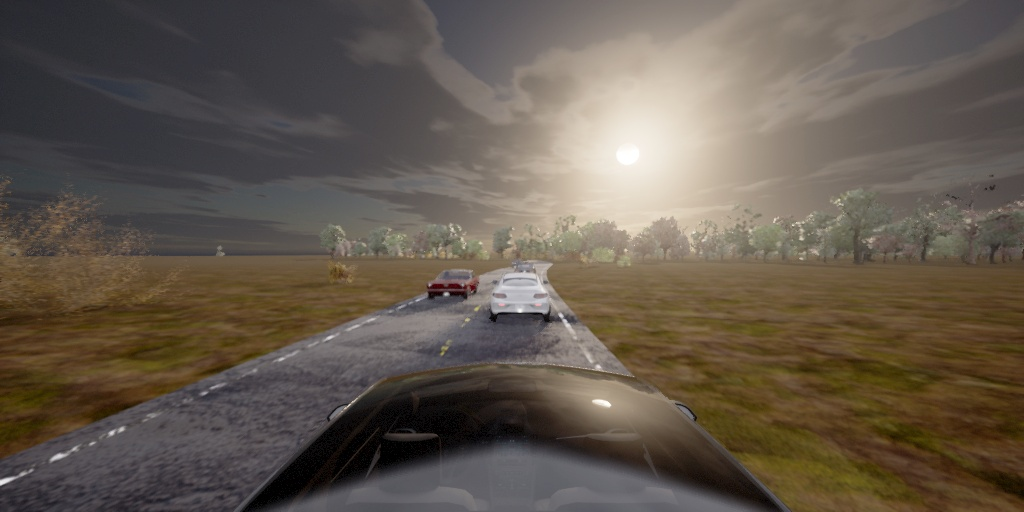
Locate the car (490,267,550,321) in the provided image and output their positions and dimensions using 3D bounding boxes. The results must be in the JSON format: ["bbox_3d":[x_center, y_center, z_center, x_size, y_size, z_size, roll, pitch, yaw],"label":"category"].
[{"bbox_3d":[0.287,1.269,12.327,1.812,1.442,4.674,0,0,2],"label":"car"}]

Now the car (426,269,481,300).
[{"bbox_3d":[-2.750,1.338,17.592,1.895,1.301,4.718,0,0,2],"label":"car"}]

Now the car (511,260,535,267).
[{"bbox_3d":[1.159,1.279,30.661,2.033,1.411,5.357,0,0,4],"label":"car"}]
